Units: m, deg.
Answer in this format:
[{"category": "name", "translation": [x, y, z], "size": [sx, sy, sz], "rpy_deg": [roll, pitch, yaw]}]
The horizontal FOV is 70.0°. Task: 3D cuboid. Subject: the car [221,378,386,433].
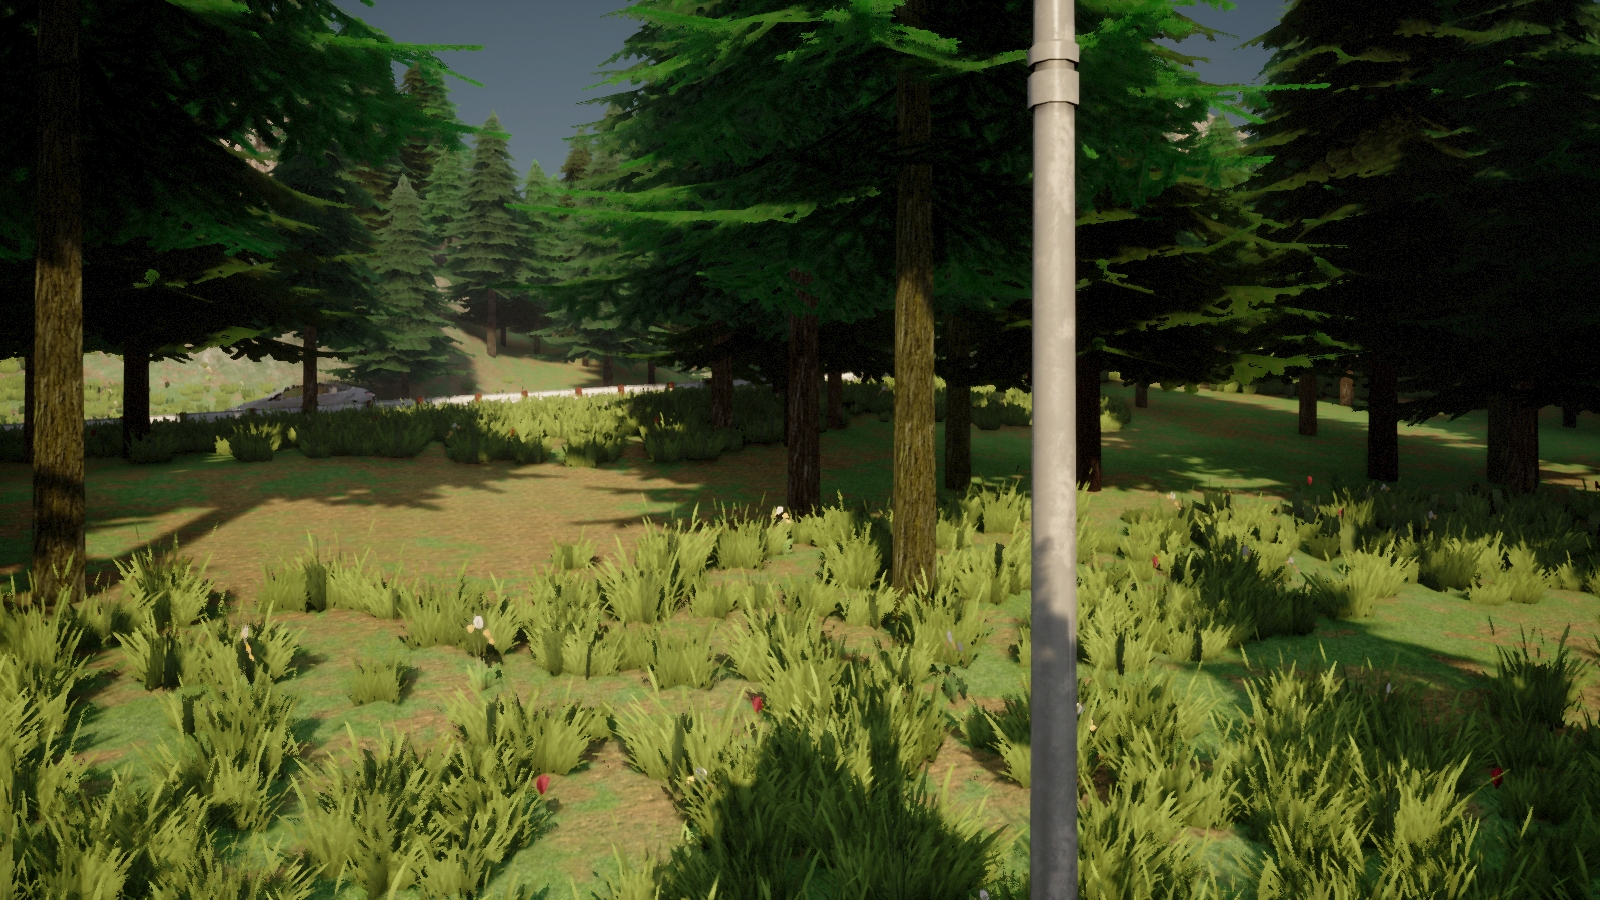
[{"category": "car", "translation": [-16.637, -1.495, 38.303], "size": [4.792, 1.488, 2.163], "rpy_deg": [-5, 3, -29]}]
